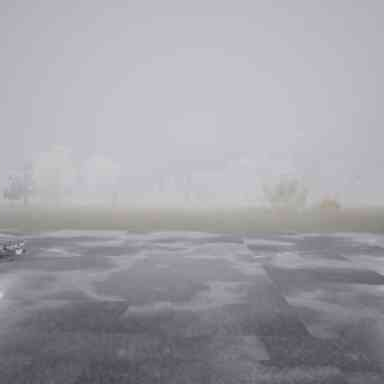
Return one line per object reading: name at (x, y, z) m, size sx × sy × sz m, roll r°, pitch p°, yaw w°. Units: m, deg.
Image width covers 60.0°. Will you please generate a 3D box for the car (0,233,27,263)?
car at (-7.958, 1.685, 10.980) m, size 4.674 × 1.442 × 1.812 m, roll 0°, pitch 0°, yaw 3°
